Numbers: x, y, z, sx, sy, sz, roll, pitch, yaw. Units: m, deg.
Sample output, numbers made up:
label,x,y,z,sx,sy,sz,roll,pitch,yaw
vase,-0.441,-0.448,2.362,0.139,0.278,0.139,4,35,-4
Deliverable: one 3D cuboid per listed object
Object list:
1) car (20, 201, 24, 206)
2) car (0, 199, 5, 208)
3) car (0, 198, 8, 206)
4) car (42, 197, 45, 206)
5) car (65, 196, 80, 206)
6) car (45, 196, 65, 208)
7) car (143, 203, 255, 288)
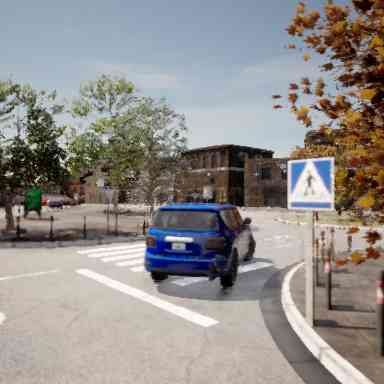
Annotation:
label,x,y,z,sx,sy,sz,roll,pitch,yaw
car,-32.031,2.046,65.119,1.882,1.535,5.008,1,-2,-43
car,-33.452,1.593,54.433,5.566,2.045,2.435,1,-1,-43
car,-47.185,2.502,81.534,2.150,2.045,5.566,1,-3,-43
car,-25.086,1.945,63.399,5.008,1.535,2.097,1,-1,-43
car,-23.038,1.760,61.162,4.553,1.767,2.185,1,-1,-43
car,-21.623,1.755,52.371,1.882,1.535,5.008,0,-1,-26
car,0.477,1.356,10.039,2.150,2.045,5.566,0,-1,17
